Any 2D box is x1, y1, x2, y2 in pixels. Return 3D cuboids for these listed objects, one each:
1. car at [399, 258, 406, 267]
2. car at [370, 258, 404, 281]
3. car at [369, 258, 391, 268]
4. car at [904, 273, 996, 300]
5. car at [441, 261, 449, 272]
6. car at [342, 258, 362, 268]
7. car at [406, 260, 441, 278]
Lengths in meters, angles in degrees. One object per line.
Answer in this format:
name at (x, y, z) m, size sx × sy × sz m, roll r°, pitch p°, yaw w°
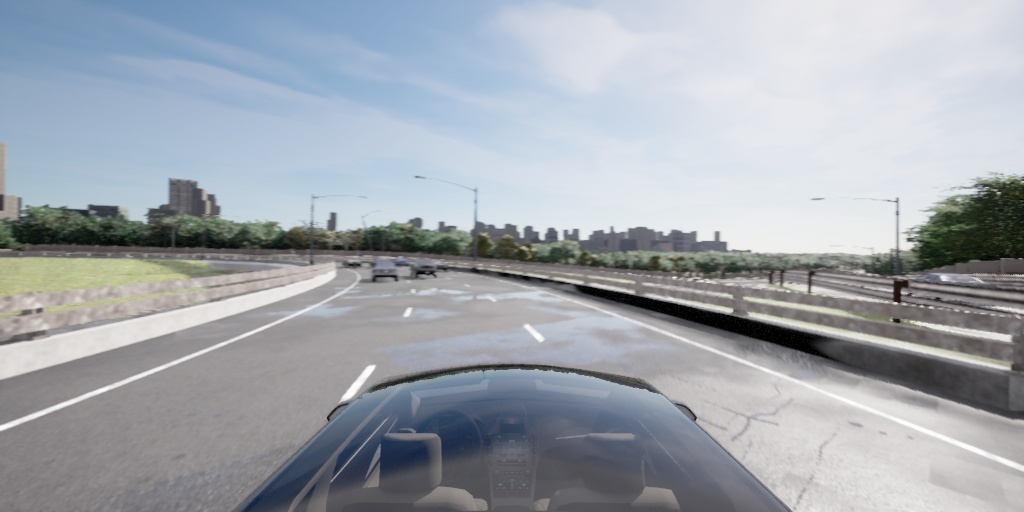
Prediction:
car at (-17.653, 0.995, 55.871) m, size 1.812 × 1.442 × 4.674 m, roll 1°, pitch 0°, yaw -37°
car at (-9.879, 1.143, 27.817) m, size 2.033 × 1.411 × 5.357 m, roll 1°, pitch 0°, yaw -22°
car at (-19.189, 1.015, 52.055) m, size 1.994 × 1.385 × 4.181 m, roll 1°, pitch 0°, yaw -35°
car at (23.549, 1.658, 19.559) m, size 2.033 × 1.411 × 5.357 m, roll 1°, pitch -1°, yaw 29°
car at (-9.156, 1.196, 42.581) m, size 1.895 × 1.301 × 4.718 m, roll 1°, pitch 0°, yaw -30°
car at (-23.007, 1.000, 51.418) m, size 1.895 × 1.301 × 4.718 m, roll 1°, pitch 0°, yaw -36°
car at (-7.963, 1.124, 31.994) m, size 1.837 × 1.490 × 4.892 m, roll 1°, pitch 0°, yaw -23°
